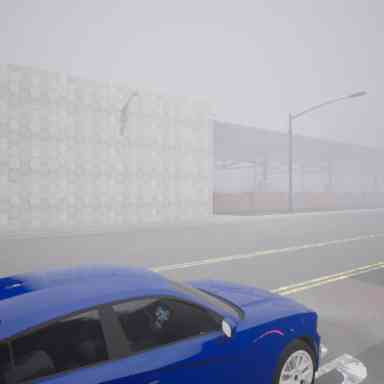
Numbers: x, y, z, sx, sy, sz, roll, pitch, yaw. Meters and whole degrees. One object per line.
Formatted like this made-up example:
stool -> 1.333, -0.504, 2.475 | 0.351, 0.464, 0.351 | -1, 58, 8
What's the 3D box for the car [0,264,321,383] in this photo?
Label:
car -> -0.776, 1.478, 3.196 | 5.008, 1.535, 1.882 | 0, 0, -36
